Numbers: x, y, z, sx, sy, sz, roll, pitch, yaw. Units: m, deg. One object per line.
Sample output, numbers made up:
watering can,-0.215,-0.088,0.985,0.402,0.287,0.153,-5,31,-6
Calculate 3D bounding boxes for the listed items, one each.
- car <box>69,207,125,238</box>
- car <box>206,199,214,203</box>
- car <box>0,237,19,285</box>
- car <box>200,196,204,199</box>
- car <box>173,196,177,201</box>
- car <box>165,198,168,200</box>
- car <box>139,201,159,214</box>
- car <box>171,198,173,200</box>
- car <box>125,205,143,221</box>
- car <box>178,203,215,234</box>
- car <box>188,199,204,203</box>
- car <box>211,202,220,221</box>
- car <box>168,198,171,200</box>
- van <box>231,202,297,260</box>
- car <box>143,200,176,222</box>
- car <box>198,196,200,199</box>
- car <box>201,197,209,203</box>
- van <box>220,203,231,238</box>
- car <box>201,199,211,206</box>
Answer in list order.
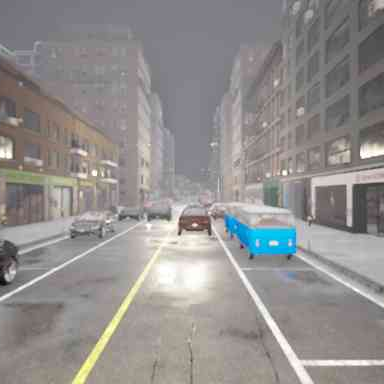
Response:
car,-5.337,1.703,18.394,2.008,1.369,4.403,0,0,0
car,2.740,1.827,35.587,1.752,1.417,4.829,0,0,0
car,-5.371,1.623,7.030,1.947,1.339,4.313,0,0,0
car,2.808,1.928,58.146,1.967,1.590,4.097,0,0,0
car,-5.166,2.062,75.216,1.967,1.590,4.097,0,0,0
car,-5.235,1.980,52.487,1.887,1.381,4.507,0,0,0
car,-5.269,1.886,41.123,1.887,1.381,4.507,0,0,0
car,-5.200,1.969,63.852,1.967,1.590,4.097,0,0,0
car,-5.303,1.813,29.758,1.947,1.339,4.313,0,0,0
car,0.157,1.650,20.315,1.882,1.535,5.008,0,0,0
car,0.220,1.972,44.226,1.895,1.301,4.718,0,0,0
car,2.722,1.835,29.734,1.802,1.307,4.206,0,0,0
car,-5.218,2.048,58.169,1.947,1.339,4.313,0,0,0
van,2.671,1.452,12.690,1.690,1.788,3.998,0,0,0
car,-2.689,1.718,28.754,1.882,1.535,5.008,0,-1,1
car,2.859,1.942,75.193,2.192,1.841,5.009,0,0,0
car,2.790,1.986,52.463,1.887,1.381,4.507,0,0,0
van,2.688,1.499,18.373,1.690,1.788,3.998,0,0,0
car,2.842,2.132,69.509,2.008,1.369,4.403,0,0,0
